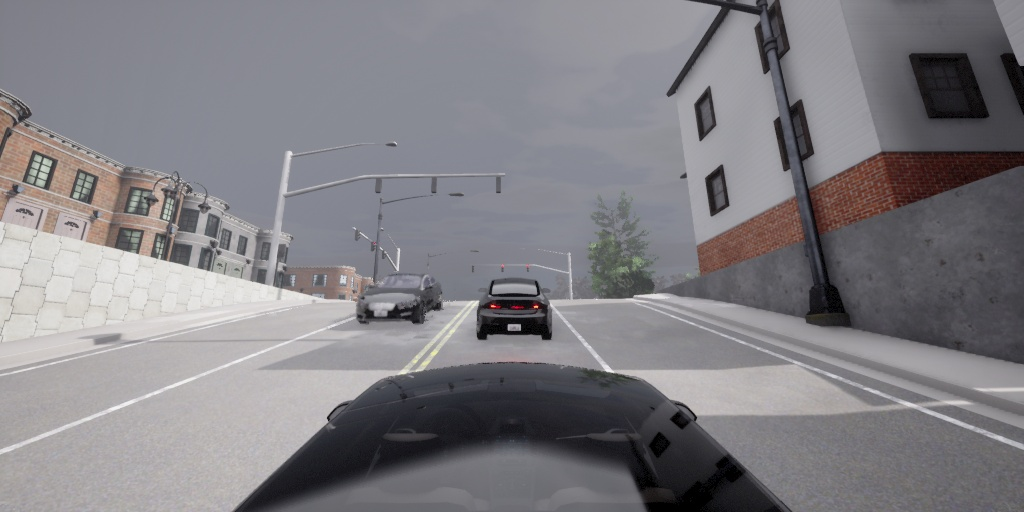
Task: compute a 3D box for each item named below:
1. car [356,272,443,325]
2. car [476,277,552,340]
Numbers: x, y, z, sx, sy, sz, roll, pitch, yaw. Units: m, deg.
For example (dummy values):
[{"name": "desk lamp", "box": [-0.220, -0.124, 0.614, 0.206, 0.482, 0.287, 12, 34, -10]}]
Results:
[{"name": "car", "box": [-3.612, 1.334, 12.309, 2.128, 1.511, 4.902, 0, 0, 0]}, {"name": "car", "box": [0.066, 1.352, 10.343, 1.837, 1.490, 4.892, 0, 0, 0]}]
